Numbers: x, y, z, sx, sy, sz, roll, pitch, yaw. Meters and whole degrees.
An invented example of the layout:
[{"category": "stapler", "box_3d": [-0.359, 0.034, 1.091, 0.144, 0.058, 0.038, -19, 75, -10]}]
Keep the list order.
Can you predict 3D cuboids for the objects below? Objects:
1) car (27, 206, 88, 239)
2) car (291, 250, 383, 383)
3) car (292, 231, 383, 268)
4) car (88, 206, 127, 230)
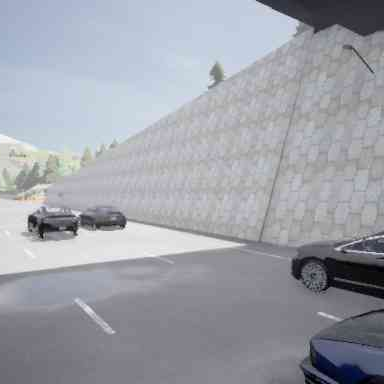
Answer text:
[{"category": "car", "box_3d": [-7.477, 1.490, 17.708, 2.128, 1.511, 4.902, 0, 0, -34]}, {"category": "car", "box_3d": [3.315, 1.547, 1.834, 2.033, 1.411, 5.357, 0, 0, -34]}, {"category": "car", "box_3d": [4.269, 1.491, 6.655, 2.128, 1.511, 4.902, 0, 0, -34]}, {"category": "car", "box_3d": [-5.804, 1.561, 21.476, 1.994, 1.385, 4.181, 0, 0, -34]}]
